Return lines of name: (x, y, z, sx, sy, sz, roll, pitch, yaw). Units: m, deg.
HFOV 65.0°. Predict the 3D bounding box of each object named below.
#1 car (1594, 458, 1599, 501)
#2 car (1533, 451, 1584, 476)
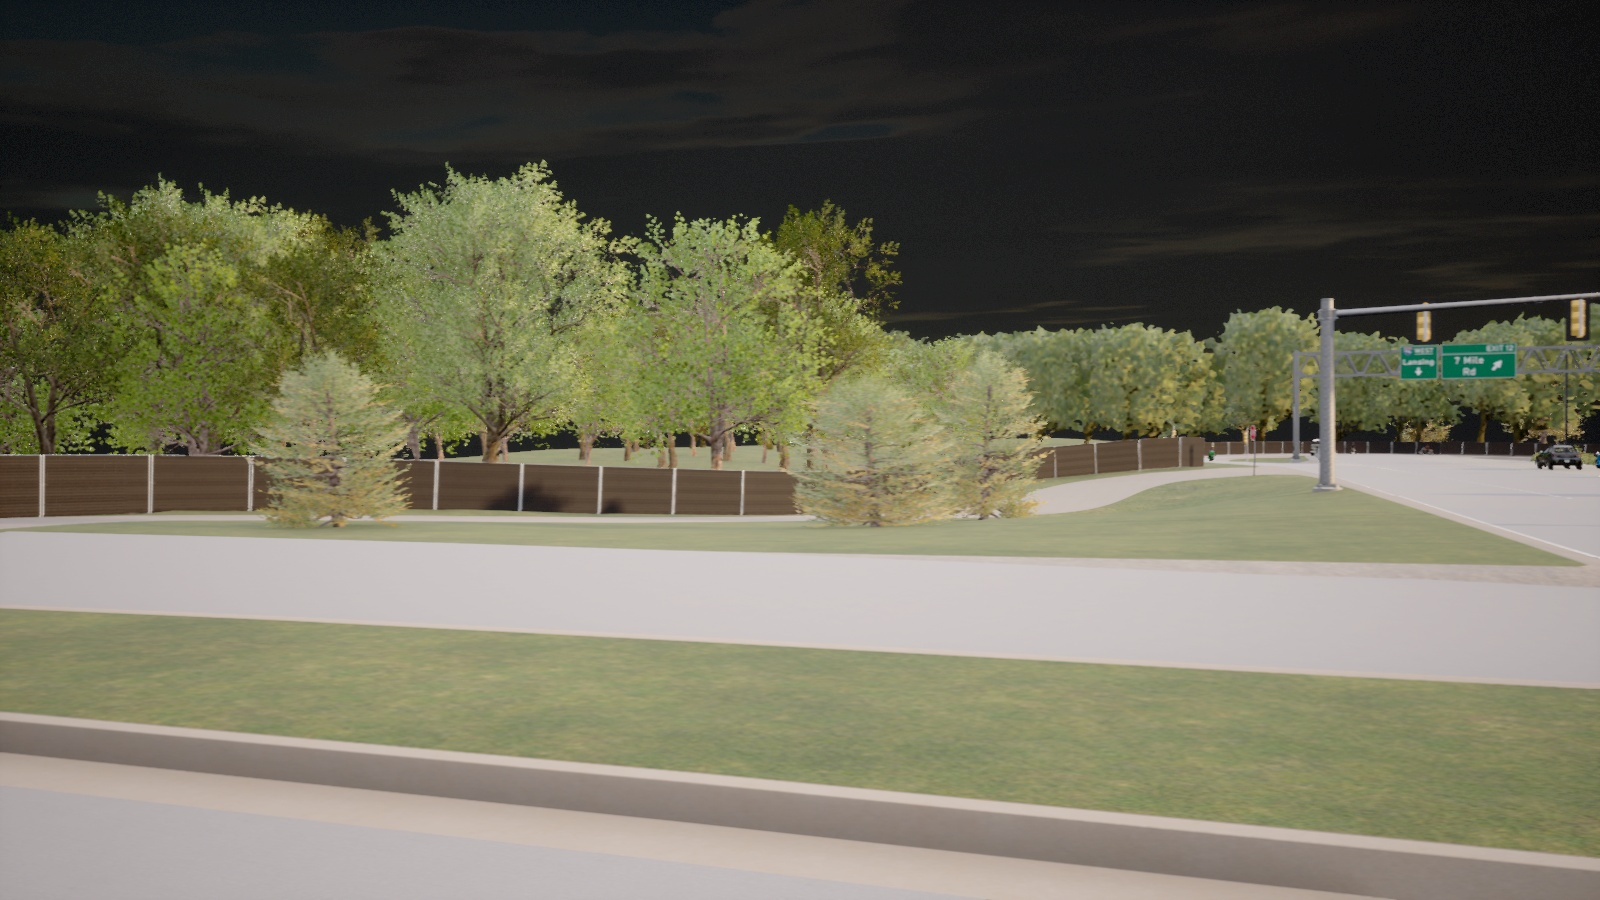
car: (25.904, 0.930, 39.154, 1.481, 1.376, 2.207, 0, 0, 19)
car: (46.060, 0.782, 76.340, 1.816, 1.474, 4.193, 0, 0, 19)
